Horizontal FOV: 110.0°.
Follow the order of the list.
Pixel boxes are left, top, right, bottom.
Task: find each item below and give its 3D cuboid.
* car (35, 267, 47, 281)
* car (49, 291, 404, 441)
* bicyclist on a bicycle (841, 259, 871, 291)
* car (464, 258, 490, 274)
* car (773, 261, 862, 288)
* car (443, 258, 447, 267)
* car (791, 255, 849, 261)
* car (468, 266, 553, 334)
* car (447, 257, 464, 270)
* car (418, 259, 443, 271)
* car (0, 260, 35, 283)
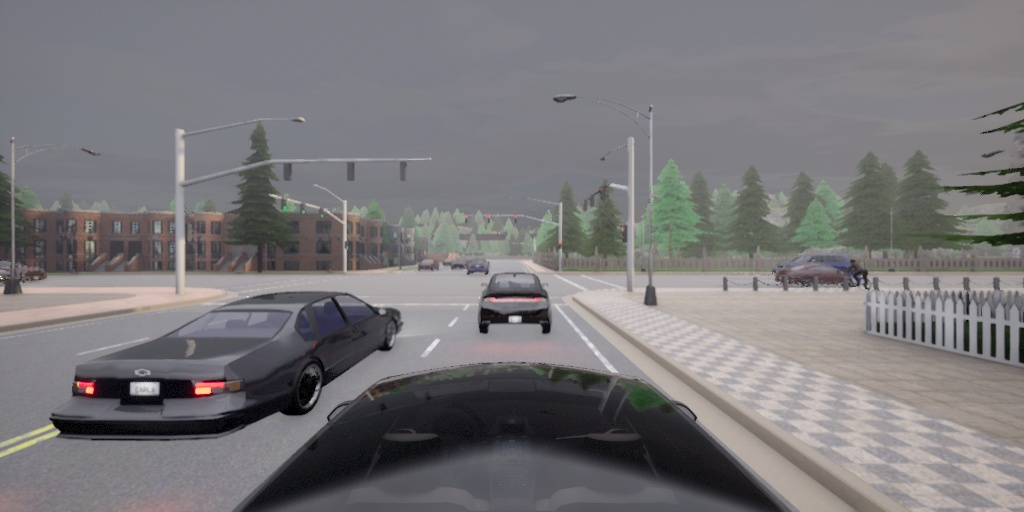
[{"bbox_3d":[-37.193,1.041,25.986,4.553,1.767,2.097,0,0,-10],"label":"car"},{"bbox_3d":[-3.437,1.287,5.885,2.033,1.411,5.357,0,0,0],"label":"car"},{"bbox_3d":[18.248,1.010,19.041,0.582,1.620,1.656,0,0,0],"label":"bicyclist on a bicycle"},{"bbox_3d":[-3.405,1.014,37.649,2.097,1.767,4.553,0,0,0],"label":"car"},{"bbox_3d":[19.448,1.224,22.863,4.674,1.442,1.812,0,0,0],"label":"car"},{"bbox_3d":[-10.553,1.082,60.874,1.882,1.535,5.008,0,0,0],"label":"car"},{"bbox_3d":[25.104,0.902,30.020,5.566,2.045,2.150,0,0,0],"label":"car"},{"bbox_3d":[0.081,1.220,10.553,2.128,1.511,4.902,0,0,0],"label":"car"},{"bbox_3d":[-7.065,0.986,49.143,2.097,1.767,4.553,0,0,0],"label":"car"},{"bbox_3d":[-10.581,1.120,45.750,1.882,1.535,5.008,0,0,0],"label":"car"},{"bbox_3d":[-34.470,1.202,22.840,4.892,1.490,1.837,0,0,-6],"label":"car"}]
